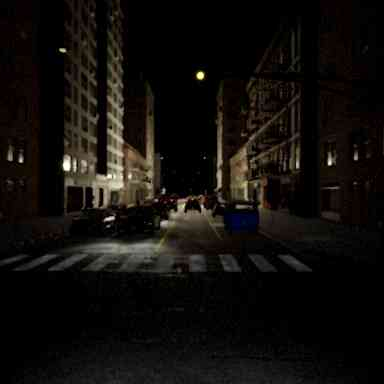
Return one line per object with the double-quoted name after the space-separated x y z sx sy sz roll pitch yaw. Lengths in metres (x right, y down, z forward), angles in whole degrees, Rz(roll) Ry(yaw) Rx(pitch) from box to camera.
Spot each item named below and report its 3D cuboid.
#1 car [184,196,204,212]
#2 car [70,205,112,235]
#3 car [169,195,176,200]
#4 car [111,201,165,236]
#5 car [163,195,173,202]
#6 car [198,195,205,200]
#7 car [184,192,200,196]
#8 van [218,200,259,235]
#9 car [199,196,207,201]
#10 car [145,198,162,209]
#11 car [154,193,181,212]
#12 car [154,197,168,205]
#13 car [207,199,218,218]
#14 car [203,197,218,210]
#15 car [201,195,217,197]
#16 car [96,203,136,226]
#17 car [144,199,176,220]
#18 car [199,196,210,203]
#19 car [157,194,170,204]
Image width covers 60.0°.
0.091 1.543 38.415 1.812 1.442 4.674 0 0 0 "car"
-5.391 1.561 18.570 2.008 1.369 4.403 0 0 0 "car"
-5.403 1.591 92.434 1.802 1.307 4.206 0 0 0 "car"
-2.839 1.488 18.578 1.882 1.535 5.008 0 0 0 "car"
-5.401 1.453 75.389 1.967 1.590 4.097 0 0 0 "car"
2.622 1.534 92.607 1.752 1.417 4.829 0 0 0 "car"
0.076 1.369 61.440 2.097 1.767 4.553 0 0 0 "car"
2.634 1.351 18.580 1.690 1.788 3.998 0 0 0 "van"
2.624 1.578 81.074 1.947 1.339 4.313 0 0 0 "car"
-5.396 1.584 46.980 1.947 1.339 4.313 0 0 0 "car"
-2.757 1.240 38.997 2.150 2.045 5.566 0 0 0 "car"
-5.398 1.582 58.343 1.947 1.339 4.313 0 0 0 "car"
2.632 1.598 29.942 1.802 1.307 4.206 0 0 0 "car"
2.630 1.600 41.305 1.802 1.307 4.206 0 0 0 "car"
2.630 1.332 46.987 2.192 1.841 5.009 0 0 0 "car"
-5.392 1.558 24.252 1.887 1.381 4.507 0 0 0 "car"
-2.802 1.562 28.485 2.033 1.411 5.357 0 0 1 "car"
2.625 1.564 69.712 2.008 1.369 4.403 0 0 0 "car"
-5.399 1.330 64.025 2.192 1.841 5.009 0 0 0 "car"
